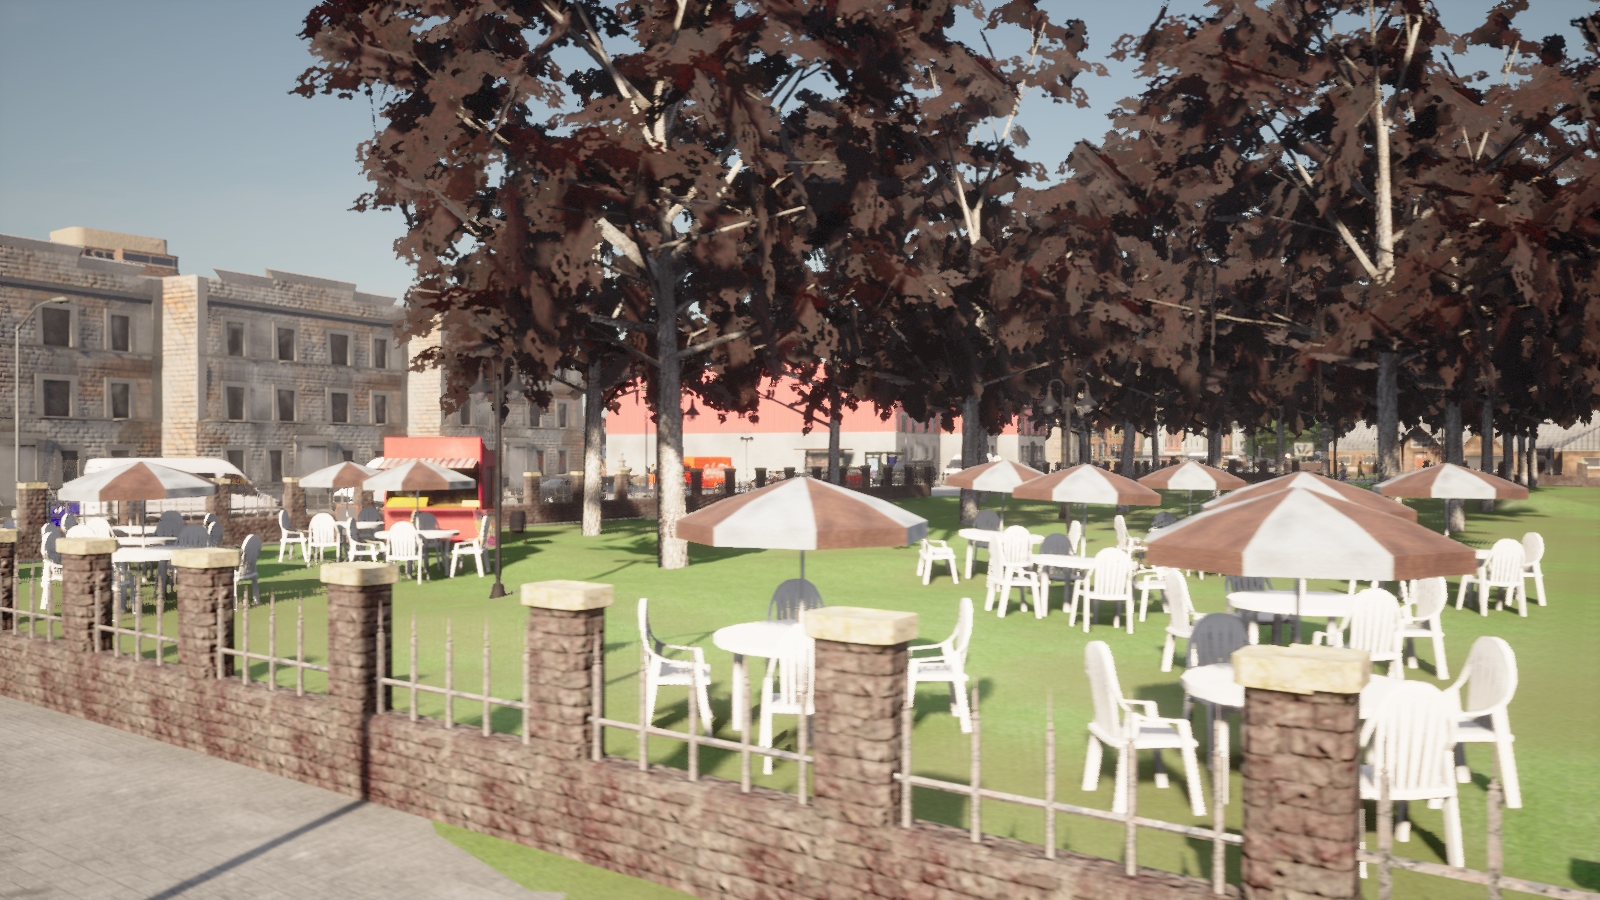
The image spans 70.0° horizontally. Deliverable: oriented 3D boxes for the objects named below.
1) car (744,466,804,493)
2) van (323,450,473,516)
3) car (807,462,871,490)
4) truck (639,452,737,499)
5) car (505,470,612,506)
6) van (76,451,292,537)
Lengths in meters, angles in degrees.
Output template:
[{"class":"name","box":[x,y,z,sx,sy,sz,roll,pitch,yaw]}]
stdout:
[{"class":"car","box":[-1.578,1.811,70.201,1.789,1.549,3.705,0,0,35]},{"class":"van","box":[-16.867,1.314,48.340,1.988,2.561,5.915,0,1,35]},{"class":"car","box":[2.625,1.689,76.255,2.097,1.767,4.553,0,0,35]},{"class":"truck","box":[-6.178,1.354,63.624,2.627,2.467,5.204,0,0,35]},{"class":"car","box":[-11.705,1.818,55.725,2.097,1.535,5.006,0,0,35]},{"class":"van","box":[-19.881,1.318,37.187,1.988,2.561,5.915,0,0,36]}]
